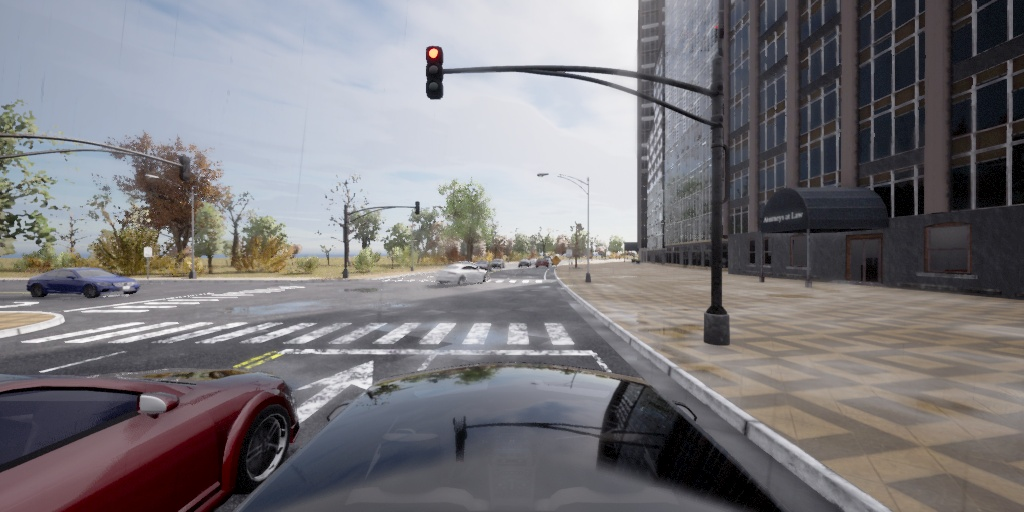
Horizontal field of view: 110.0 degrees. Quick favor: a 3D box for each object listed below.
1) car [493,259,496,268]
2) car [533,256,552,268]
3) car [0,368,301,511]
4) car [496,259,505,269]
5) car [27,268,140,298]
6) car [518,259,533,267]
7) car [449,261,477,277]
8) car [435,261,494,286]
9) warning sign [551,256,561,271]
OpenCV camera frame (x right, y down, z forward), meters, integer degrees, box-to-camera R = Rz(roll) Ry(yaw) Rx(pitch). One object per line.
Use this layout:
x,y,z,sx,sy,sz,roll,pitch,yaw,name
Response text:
-3.830,1.296,46.009,2.033,1.411,5.357,0,0,6,car
5.345,1.109,62.315,2.097,1.767,4.553,0,0,9,car
-3.108,1.314,1.880,1.994,1.385,4.181,0,0,0,car
-2.313,1.257,56.885,1.837,1.490,4.892,0,0,9,car
-21.665,1.323,18.155,4.674,1.442,1.812,0,0,4,car
2.341,1.282,64.072,1.812,1.442,4.674,0,0,10,car
-4.867,1.273,36.367,1.812,1.442,4.674,0,0,6,car
-3.458,1.273,25.397,1.812,1.442,4.674,1,0,30,car
5.412,0.868,44.026,1.300,1.860,1.060,0,0,7,warning sign
